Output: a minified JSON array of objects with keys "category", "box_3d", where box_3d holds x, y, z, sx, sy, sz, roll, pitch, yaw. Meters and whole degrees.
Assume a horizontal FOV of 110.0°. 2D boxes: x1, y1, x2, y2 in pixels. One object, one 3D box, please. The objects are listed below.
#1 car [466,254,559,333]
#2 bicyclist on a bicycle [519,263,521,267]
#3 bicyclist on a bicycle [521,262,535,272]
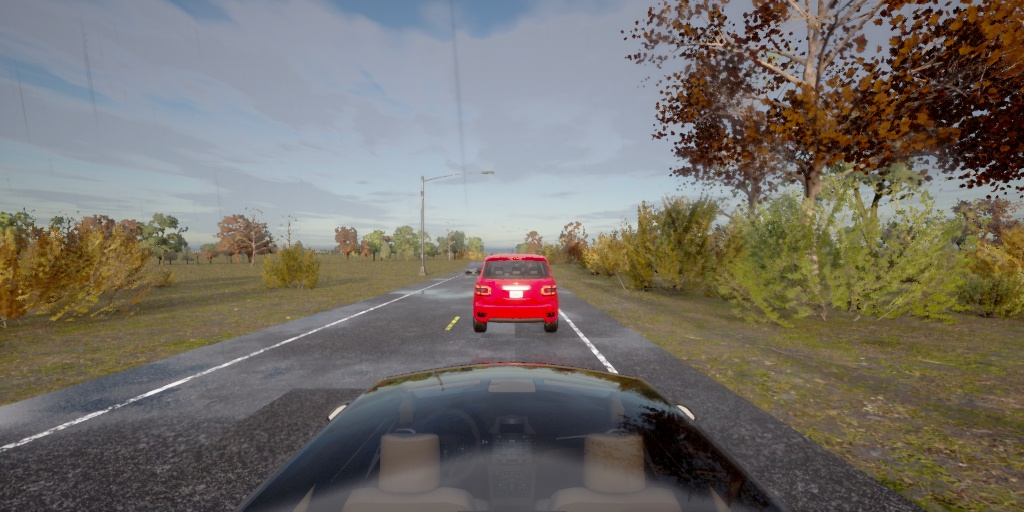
[{"category":"car","box_3d":[0.086,0.968,10.907,2.150,2.045,5.566,0,0,0]},{"category":"bicyclist on a bicycle","box_3d":[0.887,1.111,28.627,0.659,1.776,1.843,0,0,0]},{"category":"bicyclist on a bicycle","box_3d":[0.932,1.114,18.614,0.659,1.776,1.843,0,0,0]}]
